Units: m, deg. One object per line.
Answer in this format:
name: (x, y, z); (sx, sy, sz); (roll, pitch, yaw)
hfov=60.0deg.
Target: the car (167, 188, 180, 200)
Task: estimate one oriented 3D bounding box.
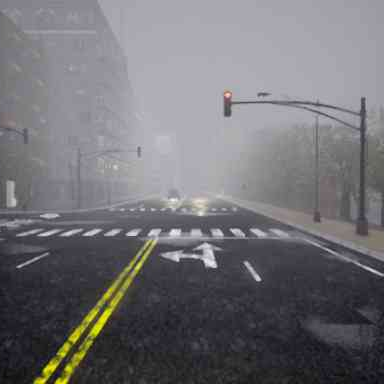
car: (-3.338, 0.422, 61.563); (2.150, 2.045, 5.566); (0, 3, 0)
